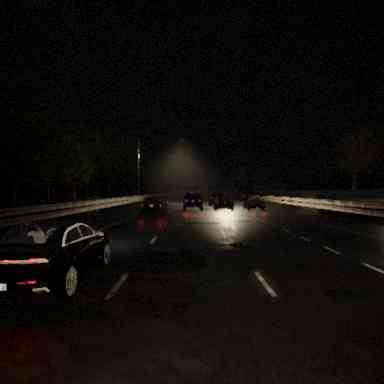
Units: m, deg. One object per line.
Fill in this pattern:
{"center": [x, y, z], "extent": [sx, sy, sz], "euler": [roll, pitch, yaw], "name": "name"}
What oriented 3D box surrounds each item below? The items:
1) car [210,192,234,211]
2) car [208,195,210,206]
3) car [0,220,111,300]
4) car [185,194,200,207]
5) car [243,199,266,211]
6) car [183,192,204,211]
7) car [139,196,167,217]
{"center": [3.521, 1.169, 37.927], "extent": [2.097, 1.767, 4.553], "euler": [0, 0, 0], "name": "car"}
{"center": [3.526, 0.996, 48.019], "extent": [2.150, 2.045, 5.566], "euler": [0, 0, 0], "name": "car"}
{"center": [-3.397, 1.450, 8.277], "extent": [2.128, 1.511, 4.902], "euler": [0, 0, 0], "name": "car"}
{"center": [0.026, 1.123, 48.337], "extent": [2.097, 1.767, 4.553], "euler": [0, 0, 0], "name": "car"}
{"center": [7.021, 1.418, 37.989], "extent": [1.895, 1.301, 4.718], "euler": [0, 0, 0], "name": "car"}
{"center": [0.118, 1.039, 37.740], "extent": [2.150, 2.045, 5.566], "euler": [0, 0, 0], "name": "car"}
{"center": [-3.386, 1.206, 29.936], "extent": [2.097, 1.767, 4.553], "euler": [0, 0, 0], "name": "car"}
